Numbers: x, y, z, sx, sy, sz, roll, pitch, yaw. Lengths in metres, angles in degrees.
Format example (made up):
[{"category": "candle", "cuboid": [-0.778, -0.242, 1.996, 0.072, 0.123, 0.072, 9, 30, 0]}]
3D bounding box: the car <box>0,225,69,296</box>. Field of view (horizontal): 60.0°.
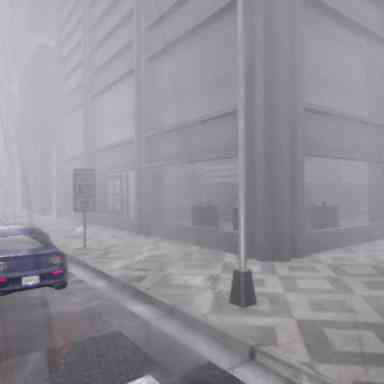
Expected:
[{"category": "car", "cuboid": [-4.475, 1.555, 8.302, 1.812, 1.442, 4.674, -1, 0, -36]}]
